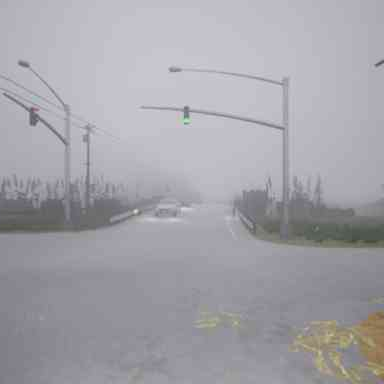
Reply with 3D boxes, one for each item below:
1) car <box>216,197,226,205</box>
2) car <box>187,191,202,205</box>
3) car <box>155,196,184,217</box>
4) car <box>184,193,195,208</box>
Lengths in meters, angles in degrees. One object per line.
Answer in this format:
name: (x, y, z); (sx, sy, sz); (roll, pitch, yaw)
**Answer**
car: (5.937, 1.804, 67.998); (1.882, 1.535, 5.008); (0, -2, 5)
car: (0.162, 0.903, 50.803); (2.150, 2.045, 5.566); (0, -2, 8)
car: (-2.155, 1.348, 30.345); (1.812, 1.442, 4.674); (0, 2, 5)
car: (-1.150, 1.138, 40.310); (1.994, 1.385, 4.181); (0, 0, 6)
